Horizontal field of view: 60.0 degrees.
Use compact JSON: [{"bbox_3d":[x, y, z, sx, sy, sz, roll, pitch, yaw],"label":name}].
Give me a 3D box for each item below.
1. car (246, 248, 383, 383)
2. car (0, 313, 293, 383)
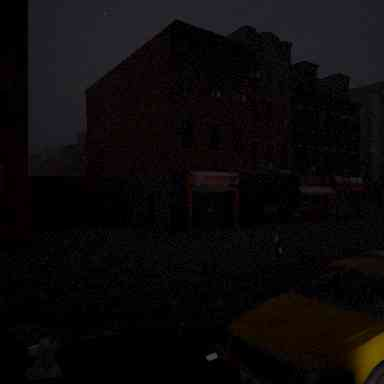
[{"bbox_3d":[2.517,1.523,4.608,4.829,1.417,1.752,0,0,-35],"label":"car"},{"bbox_3d":[-1.783,1.548,1.540,4.403,1.369,2.008,0,0,-35],"label":"car"}]
